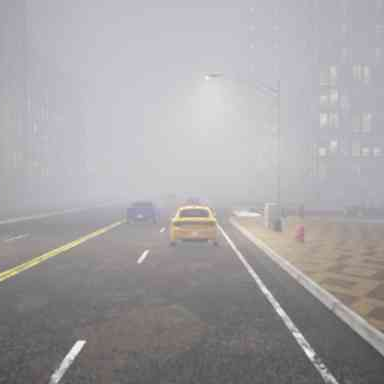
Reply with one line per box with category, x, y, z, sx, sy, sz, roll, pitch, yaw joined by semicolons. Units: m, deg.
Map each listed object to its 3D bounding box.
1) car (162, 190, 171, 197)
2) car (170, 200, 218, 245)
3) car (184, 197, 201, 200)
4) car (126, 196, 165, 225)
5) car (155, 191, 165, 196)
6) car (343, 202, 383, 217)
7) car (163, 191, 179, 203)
car;-6.506;0.380;84.657;1.882;1.535;5.008;0;0;0
car;0.094;1.351;14.784;1.882;1.535;5.008;0;1;0
car;0.105;1.255;36.794;1.994;1.385;4.181;1;1;0
car;-3.153;1.290;22.556;1.882;1.535;5.008;0;0;0
car;-6.505;0.773;69.094;2.097;1.767;4.553;0;0;0
car;15.918;1.563;29.753;4.403;1.369;2.008;1;1;-1
car;-3.155;1.018;54.317;1.882;1.535;5.008;0;0;0
